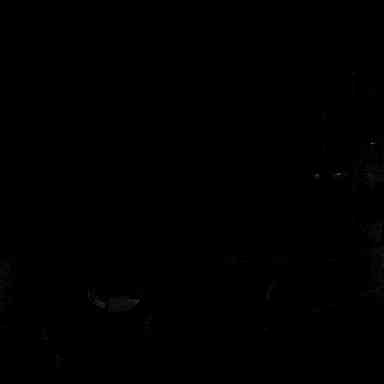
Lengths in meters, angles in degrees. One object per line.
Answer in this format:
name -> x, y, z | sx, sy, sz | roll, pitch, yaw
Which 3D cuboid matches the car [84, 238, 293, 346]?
car -> 0.153, 1.582, 6.287 | 4.206, 1.307, 1.802 | 0, 0, -35
